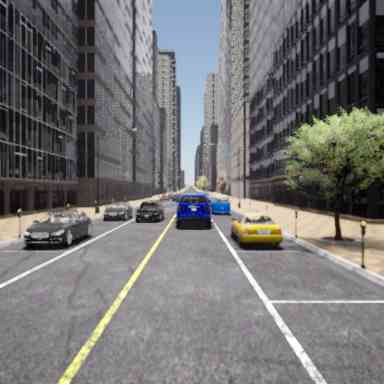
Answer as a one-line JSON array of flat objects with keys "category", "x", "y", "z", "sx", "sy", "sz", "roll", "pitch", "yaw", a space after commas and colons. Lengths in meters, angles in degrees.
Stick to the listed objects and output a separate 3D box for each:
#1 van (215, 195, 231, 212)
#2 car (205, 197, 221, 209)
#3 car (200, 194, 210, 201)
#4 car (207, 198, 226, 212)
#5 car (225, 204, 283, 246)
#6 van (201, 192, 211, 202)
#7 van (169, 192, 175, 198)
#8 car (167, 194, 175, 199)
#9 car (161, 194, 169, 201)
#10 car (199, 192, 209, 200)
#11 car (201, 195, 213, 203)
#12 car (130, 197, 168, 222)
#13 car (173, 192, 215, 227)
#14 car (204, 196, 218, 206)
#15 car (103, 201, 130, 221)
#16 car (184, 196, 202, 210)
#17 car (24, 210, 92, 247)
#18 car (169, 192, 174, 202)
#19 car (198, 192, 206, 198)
[{"category": "van", "x": 2.705, "y": 1.197, "z": 31.676, "sx": 1.690, "sy": 1.788, "sz": 3.998, "roll": 0, "pitch": 0, "yaw": 0}, {"category": "car", "x": 2.712, "y": 1.377, "z": 43.072, "sx": 1.802, "sy": 1.307, "sz": 4.206, "roll": 0, "pitch": 0, "yaw": 0}, {"category": "car", "x": 2.728, "y": 1.176, "z": 71.559, "sx": 1.887, "sy": 1.381, "sz": 4.507, "roll": 0, "pitch": 0, "yaw": 0}, {"category": "car", "x": 2.709, "y": 1.408, "z": 37.375, "sx": 1.802, "sy": 1.307, "sz": 4.206, "roll": 0, "pitch": 0, "yaw": 0}, {"category": "car", "x": 2.696, "y": 1.463, "z": 14.755, "sx": 1.752, "sy": 1.417, "sz": 4.829, "roll": 0, "pitch": 0, "yaw": 0}, {"category": "van", "x": 2.724, "y": 1.009, "z": 65.860, "sx": 1.690, "sy": 1.788, "sz": 3.998, "roll": 0, "pitch": 0, "yaw": 0}, {"category": "van", "x": -5.640, "y": 0.820, "z": 94.352, "sx": 1.690, "sy": 1.788, "sz": 3.998, "roll": 0, "pitch": 0, "yaw": 0}, {"category": "car", "x": -5.643, "y": 1.099, "z": 88.655, "sx": 1.802, "sy": 1.307, "sz": 4.206, "roll": 0, "pitch": 0, "yaw": 0}, {"category": "car", "x": -5.652, "y": 1.214, "z": 71.565, "sx": 1.802, "sy": 1.307, "sz": 4.206, "roll": 0, "pitch": 0, "yaw": 0}, {"category": "car", "x": 2.731, "y": 0.908, "z": 77.255, "sx": 2.192, "sy": 1.841, "sz": 5.009, "roll": 0, "pitch": 0, "yaw": 0}, {"category": "car", "x": 2.721, "y": 1.253, "z": 60.164, "sx": 2.008, "sy": 1.369, "sz": 4.403, "roll": 0, "pitch": 0, "yaw": 0}, {"category": "car", "x": -3.085, "y": 1.394, "z": 25.012, "sx": 1.837, "sy": 1.490, "sz": 4.892, "roll": 0, "pitch": 0, "yaw": 0}, {"category": "car", "x": 0.111, "y": 1.124, "z": 22.222, "sx": 2.150, "sy": 2.045, "sz": 5.566, "roll": 0, "pitch": 0, "yaw": 0}, {"category": "car", "x": 2.715, "y": 1.289, "z": 48.938, "sx": 1.752, "sy": 1.417, "sz": 4.829, "roll": 0, "pitch": 0, "yaw": 0}, {"category": "car", "x": -5.678, "y": 1.436, "z": 25.985, "sx": 2.008, "sy": 1.369, "sz": 4.403, "roll": 0, "pitch": 0, "yaw": 0}, {"category": "car", "x": 0.121, "y": 1.296, "z": 41.311, "sx": 2.128, "sy": 1.511, "sz": 4.902, "roll": 0, "pitch": 0, "yaw": 0}, {"category": "car", "x": -5.684, "y": 1.489, "z": 14.591, "sx": 2.008, "sy": 1.369, "sz": 4.403, "roll": 0, "pitch": 0, "yaw": 0}, {"category": "car", "x": -2.986, "y": 1.145, "z": 65.352, "sx": 1.882, "sy": 1.535, "sz": 5.008, "roll": 0, "pitch": 0, "yaw": 1}, {"category": "car", "x": 2.740, "y": 0.794, "z": 94.346, "sx": 2.192, "sy": 1.841, "sz": 5.009, "roll": 0, "pitch": 0, "yaw": 0}]
